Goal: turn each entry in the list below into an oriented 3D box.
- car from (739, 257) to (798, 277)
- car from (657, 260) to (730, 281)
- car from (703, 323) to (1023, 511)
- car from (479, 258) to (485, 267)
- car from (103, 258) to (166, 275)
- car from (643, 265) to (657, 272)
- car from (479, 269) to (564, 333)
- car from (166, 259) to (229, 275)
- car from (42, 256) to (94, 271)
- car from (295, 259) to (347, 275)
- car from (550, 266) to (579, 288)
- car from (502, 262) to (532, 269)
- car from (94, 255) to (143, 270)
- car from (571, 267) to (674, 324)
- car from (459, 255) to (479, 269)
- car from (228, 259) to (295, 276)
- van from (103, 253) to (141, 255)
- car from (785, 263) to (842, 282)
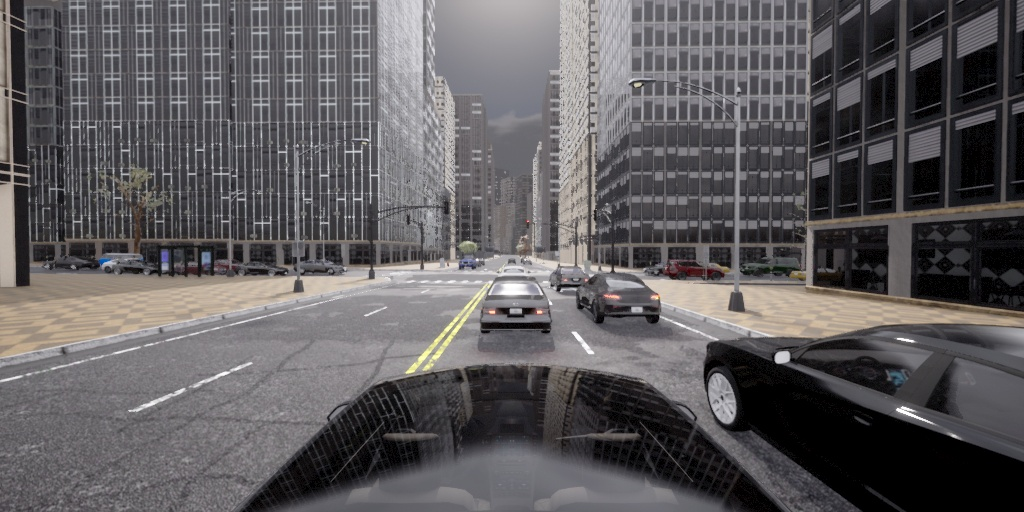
[{"bbox_3d":[27.095,1.171,37.714,5.566,2.045,2.150,0,1,1],"label":"car"},{"bbox_3d":[16.184,1.264,32.126,5.009,1.841,2.192,0,0,1],"label":"car"},{"bbox_3d":[3.345,1.227,2.546,1.882,1.535,5.008,0,0,0],"label":"car"},{"bbox_3d":[-6.585,1.184,63.776,2.128,1.511,4.902,0,0,0],"label":"car"},{"bbox_3d":[-34.106,1.064,32.943,4.313,1.339,1.948,0,0,1],"label":"car"},{"bbox_3d":[16.435,1.348,37.901,4.902,1.511,2.128,1,1,1],"label":"car"},{"bbox_3d":[0.098,1.292,10.624,2.033,1.411,5.357,0,0,0],"label":"car"},{"bbox_3d":[-28.426,1.133,32.772,4.207,1.307,1.802,0,0,1],"label":"car"},{"bbox_3d":[-47.989,0.780,39.051,4.892,1.490,1.837,0,1,1],"label":"car"},{"bbox_3d":[-18.811,1.086,35.268,4.902,1.511,2.128,1,1,1],"label":"car"},{"bbox_3d":[3.346,1.284,21.304,2.033,1.411,5.357,0,0,0],"label":"car"},{"bbox_3d":[0.094,1.264,20.215,1.812,1.442,4.674,0,0,0],"label":"car"},{"bbox_3d":[-37.957,0.946,35.659,4.674,1.442,1.812,1,1,2],"label":"car"},{"bbox_3d":[3.348,1.270,11.893,1.812,1.442,4.674,0,0,0],"label":"car"},{"bbox_3d":[-6.615,0.927,53.858,2.150,2.045,5.566,0,0,0],"label":"car"},{"bbox_3d":[-22.742,1.169,32.641,4.313,1.339,1.948,0,0,1],"label":"car"},{"bbox_3d":[-45.300,0.598,41.600,3.998,1.789,1.690,0,0,1],"label":"van"},{"bbox_3d":[27.632,1.574,31.933,4.829,1.417,1.751,0,0,1],"label":"car"}]
